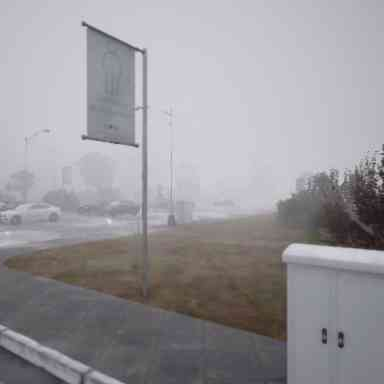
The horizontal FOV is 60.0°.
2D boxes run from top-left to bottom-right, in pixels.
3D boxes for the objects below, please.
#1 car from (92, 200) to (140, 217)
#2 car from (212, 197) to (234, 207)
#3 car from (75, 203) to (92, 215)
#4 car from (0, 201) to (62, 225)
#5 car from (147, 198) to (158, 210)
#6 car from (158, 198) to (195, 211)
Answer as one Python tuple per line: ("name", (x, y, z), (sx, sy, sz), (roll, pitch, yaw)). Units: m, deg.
("car", (-7.031, 1.548, 32.204), (1.812, 1.442, 4.674), (0, 0, 32))
("car", (4.874, 1.548, 50.892), (1.812, 1.442, 4.674), (0, 0, 33))
("car", (-9.716, 1.627, 34.513), (1.895, 1.301, 4.718), (0, 0, 32))
("car", (-11.891, 1.548, 24.516), (1.812, 1.442, 4.674), (0, 0, 32))
("car", (-4.260, 1.518, 43.112), (2.128, 1.511, 4.902), (0, 0, 33))
("car", (-1.478, 1.514, 40.971), (2.128, 1.511, 4.902), (0, 0, 32))
